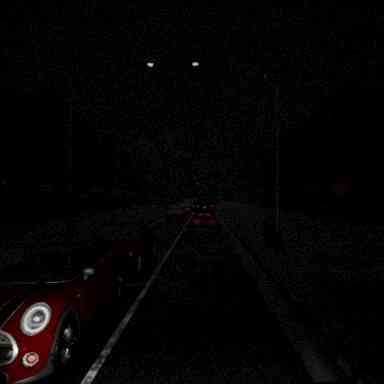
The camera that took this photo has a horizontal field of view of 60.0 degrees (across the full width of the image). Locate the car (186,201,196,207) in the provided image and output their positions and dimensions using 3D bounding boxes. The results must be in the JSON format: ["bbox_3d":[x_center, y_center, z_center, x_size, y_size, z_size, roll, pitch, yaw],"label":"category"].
[{"bbox_3d":[-0.105,2.554,71.106,2.008,1.369,4.403,0,-1,2],"label":"car"}]

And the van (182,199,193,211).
[{"bbox_3d":[-0.699,2.098,54.729,1.690,1.788,3.998,0,-1,2],"label":"van"}]

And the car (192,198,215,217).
[{"bbox_3d":[1.416,1.729,37.474,2.150,2.045,5.566,0,-1,2],"label":"car"}]

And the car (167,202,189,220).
[{"bbox_3d":[-1.495,1.957,32.718,1.752,1.417,4.829,0,-1,2],"label":"car"}]

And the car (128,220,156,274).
[{"bbox_3d":[-2.281,1.687,11.047,1.887,1.381,4.507,0,-1,2],"label":"car"}]

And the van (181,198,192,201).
[{"bbox_3d":[-0.896,2.016,49.269,1.690,1.788,3.998,0,-1,2],"label":"van"}]

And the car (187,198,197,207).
[{"bbox_3d":[0.093,2.403,76.569,2.192,1.841,5.009,0,-1,2],"label":"car"}]

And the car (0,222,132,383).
[{"bbox_3d":[-2.479,1.511,5.588,1.967,1.590,4.097,0,-1,2],"label":"car"}]

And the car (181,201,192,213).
[{"bbox_3d":[-1.095,2.175,43.805,1.802,1.307,4.206,0,-1,2],"label":"car"}]

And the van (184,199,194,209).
[{"bbox_3d":[-0.501,2.180,60.189,1.690,1.788,3.998,0,-1,2],"label":"van"}]
